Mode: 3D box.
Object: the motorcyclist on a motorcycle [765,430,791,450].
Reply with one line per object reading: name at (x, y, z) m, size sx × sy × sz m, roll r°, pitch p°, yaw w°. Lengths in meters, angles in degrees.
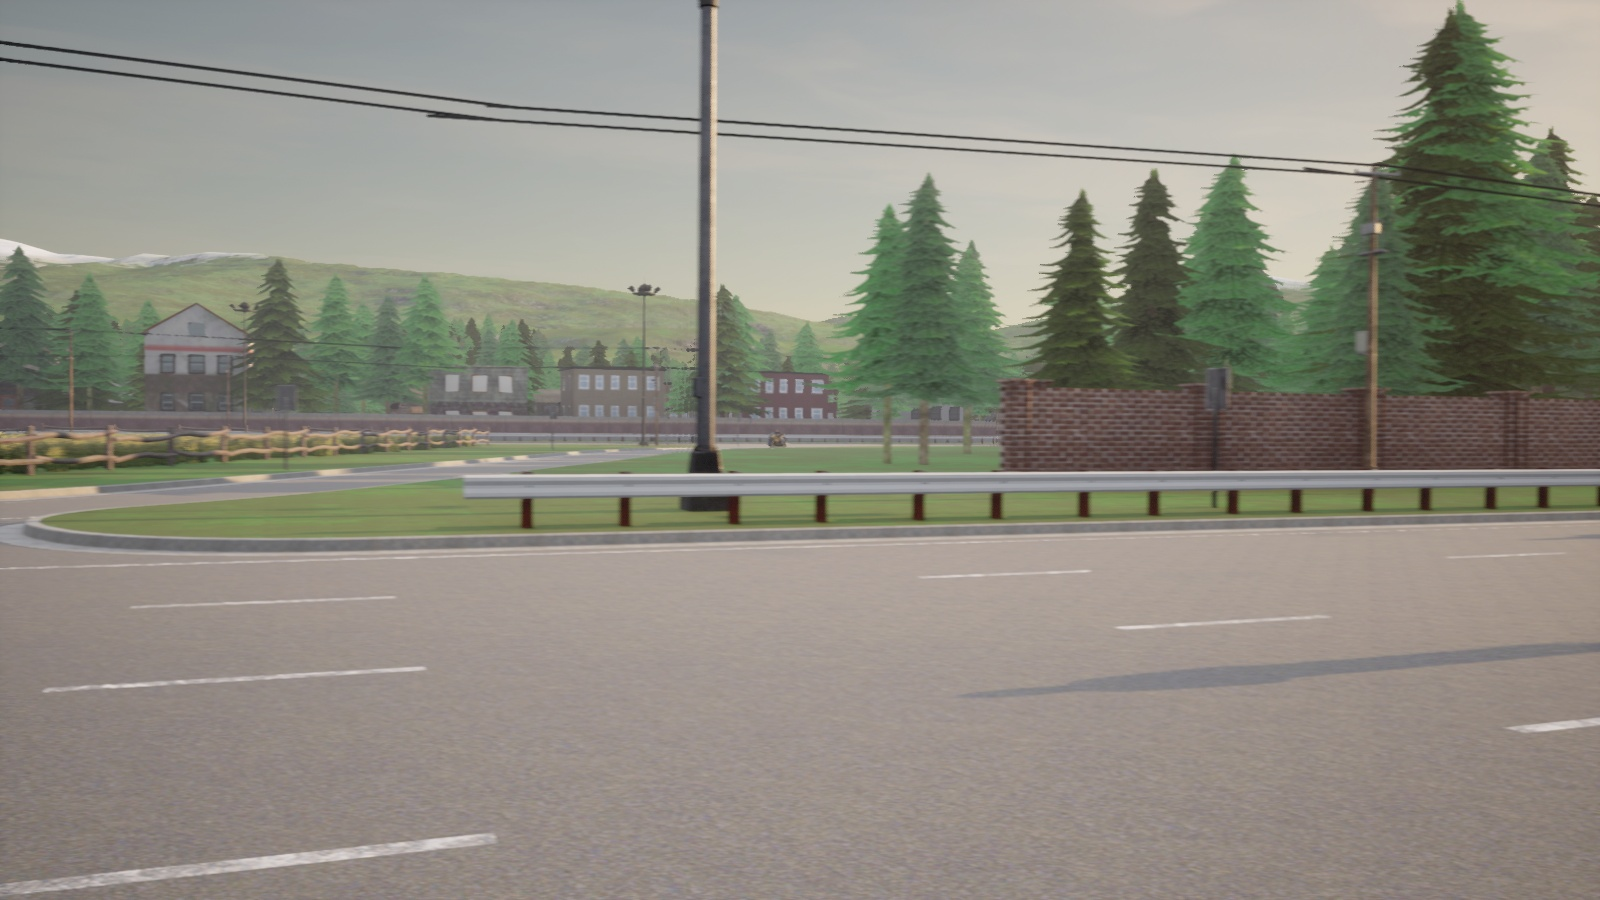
motorcyclist on a motorcycle at (-1.661, -0.778, 95.298) m, size 0.866 × 1.530 × 2.191 m, roll 0°, pitch 1°, yaw 34°
